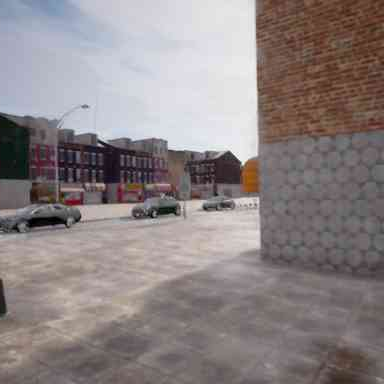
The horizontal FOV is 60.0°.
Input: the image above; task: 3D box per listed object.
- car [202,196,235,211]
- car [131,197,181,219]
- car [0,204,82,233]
[{"bbox_3d":[2.917,1.244,36.104,1.837,1.490,4.892,-2,-1,35],"label":"car"},{"bbox_3d":[-2.954,1.203,27.754,2.097,1.767,4.553,-2,0,35],"label":"car"},{"bbox_3d":[-8.816,1.454,19.378,2.128,1.511,4.902,-2,0,35],"label":"car"}]
